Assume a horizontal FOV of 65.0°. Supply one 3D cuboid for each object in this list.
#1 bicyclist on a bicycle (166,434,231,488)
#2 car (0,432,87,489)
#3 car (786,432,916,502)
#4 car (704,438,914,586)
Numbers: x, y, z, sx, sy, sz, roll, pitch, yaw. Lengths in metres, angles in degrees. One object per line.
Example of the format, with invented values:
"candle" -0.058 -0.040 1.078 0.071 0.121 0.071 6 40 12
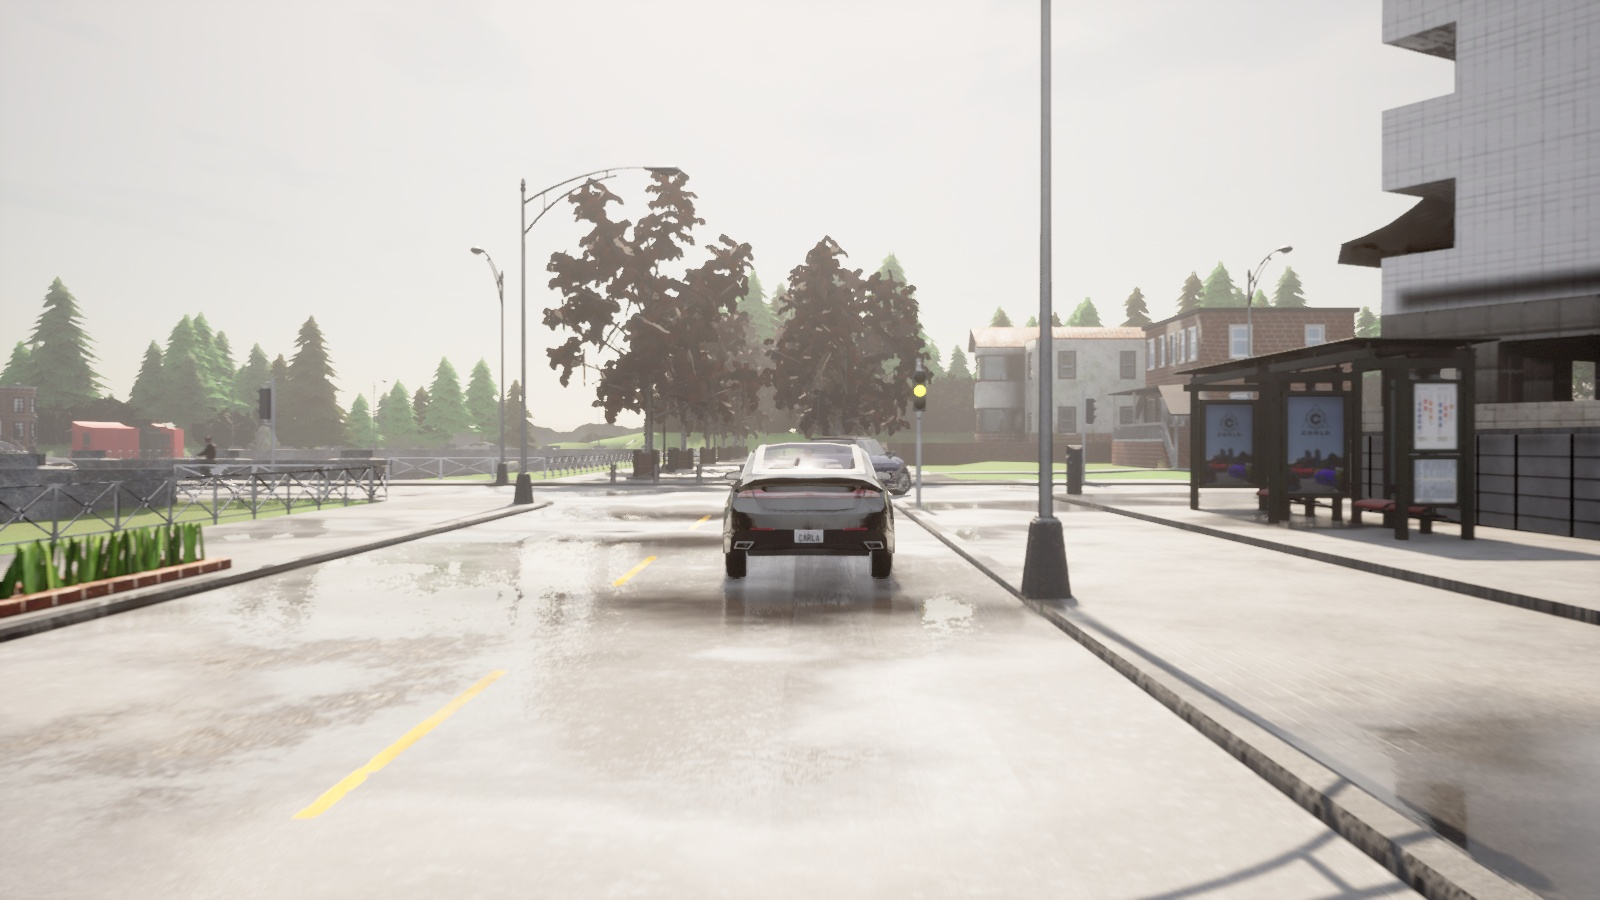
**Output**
"bicyclist on a bicycle" -19.865 0.367 41.508 1.843 1.776 0.659 0 0 0
"car" -24.427 0.294 37.537 5.027 1.651 2.152 0 0 0
"car" 1.473 0.414 34.103 2.097 1.767 4.553 0 0 22
"car" 0.103 0.617 15.225 2.128 1.511 4.902 0 0 0
